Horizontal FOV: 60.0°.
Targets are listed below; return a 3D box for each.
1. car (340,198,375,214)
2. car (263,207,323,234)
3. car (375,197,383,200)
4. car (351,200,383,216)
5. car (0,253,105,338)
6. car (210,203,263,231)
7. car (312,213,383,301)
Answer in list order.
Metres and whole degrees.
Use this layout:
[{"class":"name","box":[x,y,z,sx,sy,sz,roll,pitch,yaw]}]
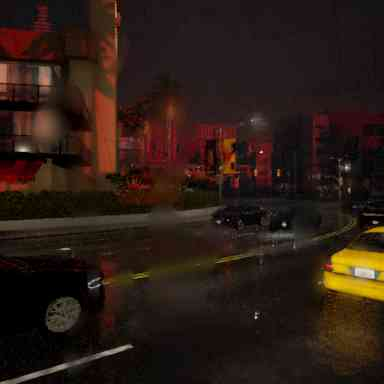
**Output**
[{"class":"car","box":[17.355,1.532,35.656,2.033,1.411,5.357,0,0,11]},{"class":"car","box":[6.127,1.554,19.331,1.994,1.385,4.181,0,0,37]},{"class":"car","box":[21.250,1.476,38.613,2.128,1.511,4.902,0,0,6]},{"class":"car","box":[11.459,1.482,20.534,2.128,1.511,4.902,0,0,32]},{"class":"car","box":[-3.843,1.472,4.962,5.008,1.535,1.882,0,0,-35]},{"class":"car","box":[3.027,1.492,20.965,1.837,1.490,4.892,1,1,38]},{"class":"car","box":[5.025,1.453,7.760,5.366,1.575,1.801,0,0,-42]}]
